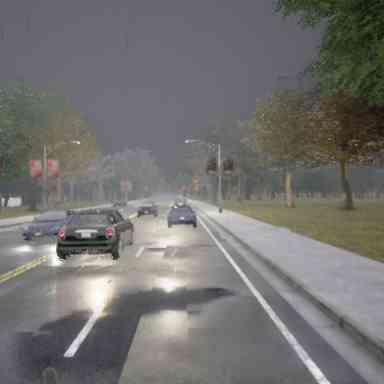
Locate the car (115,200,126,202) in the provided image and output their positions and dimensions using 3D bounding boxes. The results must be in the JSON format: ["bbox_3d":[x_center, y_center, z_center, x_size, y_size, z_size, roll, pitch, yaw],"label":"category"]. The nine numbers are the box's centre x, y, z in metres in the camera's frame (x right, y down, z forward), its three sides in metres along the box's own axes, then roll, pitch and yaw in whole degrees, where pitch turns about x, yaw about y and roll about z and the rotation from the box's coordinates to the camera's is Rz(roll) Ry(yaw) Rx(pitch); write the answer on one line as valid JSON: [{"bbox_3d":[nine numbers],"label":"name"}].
[{"bbox_3d":[-11.859,1.978,55.283,2.033,1.411,5.357,-1,0,-3],"label":"car"}]

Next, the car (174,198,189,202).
[{"bbox_3d":[-1.413,1.564,41.329,2.097,1.767,4.553,-1,0,-2],"label":"car"}]

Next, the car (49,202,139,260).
[{"bbox_3d":[-3.560,1.445,13.063,2.097,1.767,4.553,-1,0,-2],"label":"car"}]

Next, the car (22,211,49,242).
[{"bbox_3d":[-7.179,1.684,17.662,1.812,1.442,4.674,-1,0,-2],"label":"car"}]

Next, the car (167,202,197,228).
[{"bbox_3d":[-0.700,1.668,23.411,1.994,1.385,4.181,-1,0,-2],"label":"car"}]

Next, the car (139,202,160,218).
[{"bbox_3d":[-4.325,1.727,33.176,1.812,1.442,4.674,-1,0,-2],"label":"car"}]
